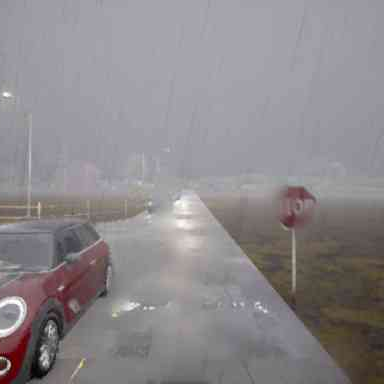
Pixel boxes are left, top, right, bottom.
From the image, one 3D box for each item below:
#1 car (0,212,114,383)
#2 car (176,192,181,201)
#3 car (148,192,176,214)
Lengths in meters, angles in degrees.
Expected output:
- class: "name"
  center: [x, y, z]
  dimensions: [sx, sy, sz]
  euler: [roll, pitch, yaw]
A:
- class: "car"
  center: [-2.763, 1.311, 5.426]
  dimensions: [2.097, 1.767, 4.553]
  euler: [0, 0, 0]
- class: "car"
  center: [-2.971, 0.785, 58.216]
  dimensions: [2.128, 1.511, 4.902]
  euler: [0, 2, 0]
- class: "car"
  center: [-2.845, 1.007, 30.823]
  dimensions: [2.097, 1.767, 4.553]
  euler: [0, 0, 0]
